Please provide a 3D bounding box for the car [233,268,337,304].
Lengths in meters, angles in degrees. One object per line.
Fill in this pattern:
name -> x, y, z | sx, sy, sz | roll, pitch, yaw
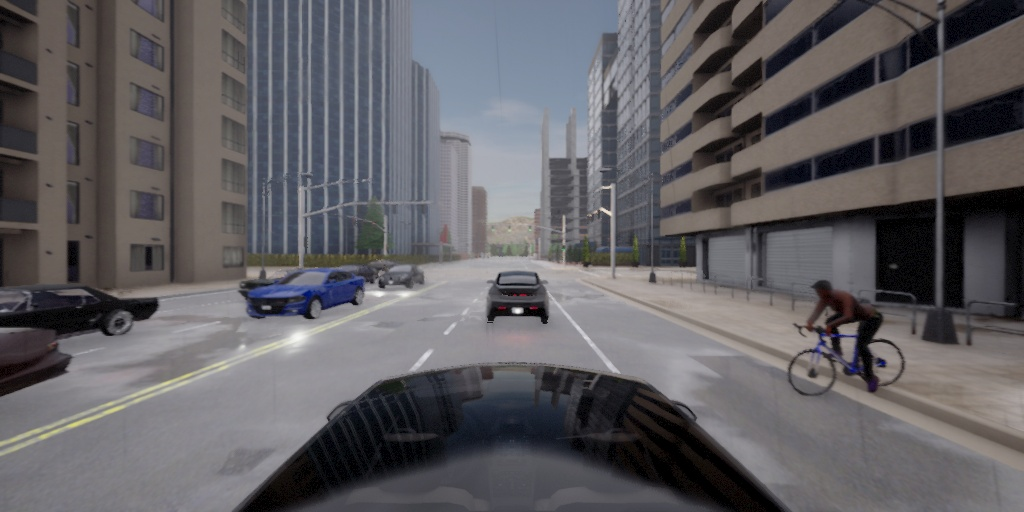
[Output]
car -> -10.413, 1.292, 17.009 | 1.895, 1.301, 4.718 | 0, 0, 1

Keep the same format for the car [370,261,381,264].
car -> -10.285, 1.226, 23.217 | 2.033, 1.411, 5.357 | 0, 0, 1

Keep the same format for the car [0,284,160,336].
car -> -10.546, 1.309, 7.486 | 1.895, 1.301, 4.718 | 0, 0, 1

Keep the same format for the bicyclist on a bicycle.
bicyclist on a bicycle -> 4.642, 1.127, 5.058 | 1.656, 1.620, 0.582 | -9, 0, 1

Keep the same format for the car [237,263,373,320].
car -> -6.976, 1.187, 12.733 | 1.882, 1.535, 5.008 | 0, 0, 1

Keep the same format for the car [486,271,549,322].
car -> 0.189, 1.236, 12.157 | 1.837, 1.490, 4.892 | 0, 0, 1

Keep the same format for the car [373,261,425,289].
car -> -6.797, 1.218, 22.545 | 1.812, 1.442, 4.674 | 0, 0, 1

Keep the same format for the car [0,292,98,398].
car -> -7.102, 1.275, 2.548 | 2.033, 1.411, 5.357 | 0, 0, 1

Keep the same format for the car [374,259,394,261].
car -> -15.383, 1.121, 42.171 | 4.902, 1.511, 2.128 | 0, 0, 17
